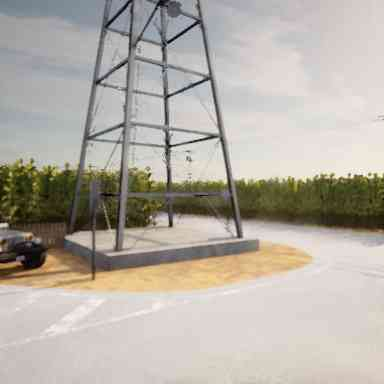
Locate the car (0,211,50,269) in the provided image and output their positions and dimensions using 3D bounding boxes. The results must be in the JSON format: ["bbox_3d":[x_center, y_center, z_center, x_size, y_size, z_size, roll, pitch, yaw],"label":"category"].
[{"bbox_3d":[-6.244,1.359,9.732,3.866,1.878,1.905,0,0,23],"label":"car"}]
